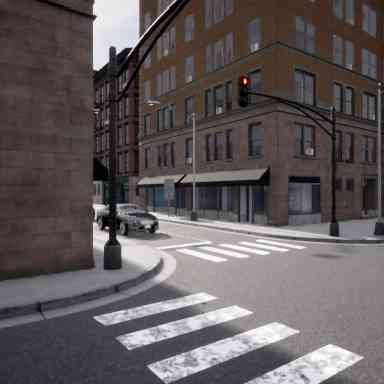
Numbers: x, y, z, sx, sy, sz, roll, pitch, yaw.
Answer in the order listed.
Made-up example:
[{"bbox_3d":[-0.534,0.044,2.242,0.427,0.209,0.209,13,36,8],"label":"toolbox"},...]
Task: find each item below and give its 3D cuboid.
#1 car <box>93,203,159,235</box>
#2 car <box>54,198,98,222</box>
[{"bbox_3d":[-3.624,1.395,18.153,2.128,1.511,4.902,0,0,-37],"label":"car"},{"bbox_3d":[-9.110,1.323,25.863,1.882,1.535,5.008,0,0,-36],"label":"car"}]
